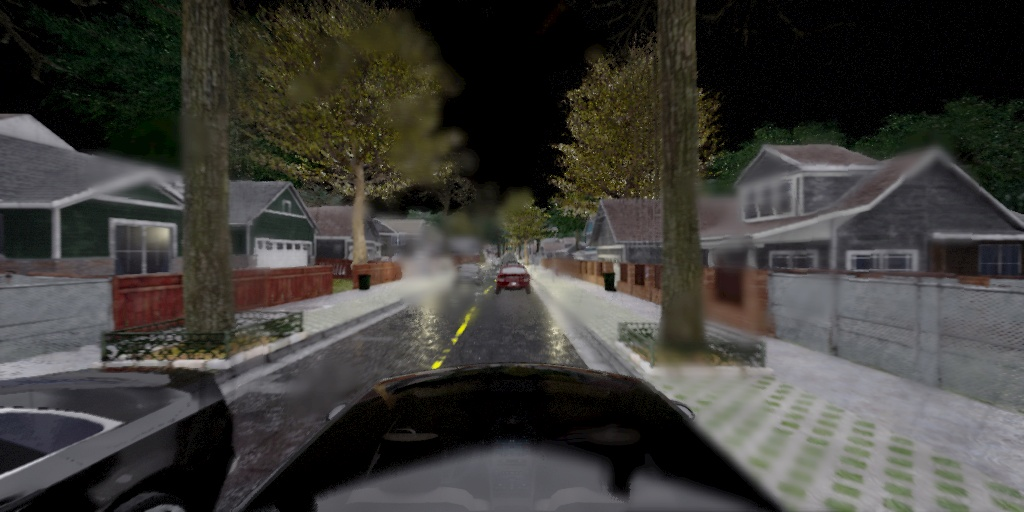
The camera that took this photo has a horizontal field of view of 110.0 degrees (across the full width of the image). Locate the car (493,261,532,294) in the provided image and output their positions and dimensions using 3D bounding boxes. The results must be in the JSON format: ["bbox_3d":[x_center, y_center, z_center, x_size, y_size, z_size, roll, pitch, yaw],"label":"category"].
[{"bbox_3d":[0.097,1.257,20.765,1.882,1.535,5.008,0,0,0],"label":"car"}]

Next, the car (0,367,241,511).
[{"bbox_3d":[-2.838,1.242,0.463,2.128,1.511,4.902,0,0,0],"label":"car"}]

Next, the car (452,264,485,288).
[{"bbox_3d":[-2.857,1.294,24.366,1.837,1.490,4.892,0,0,0],"label":"car"}]
